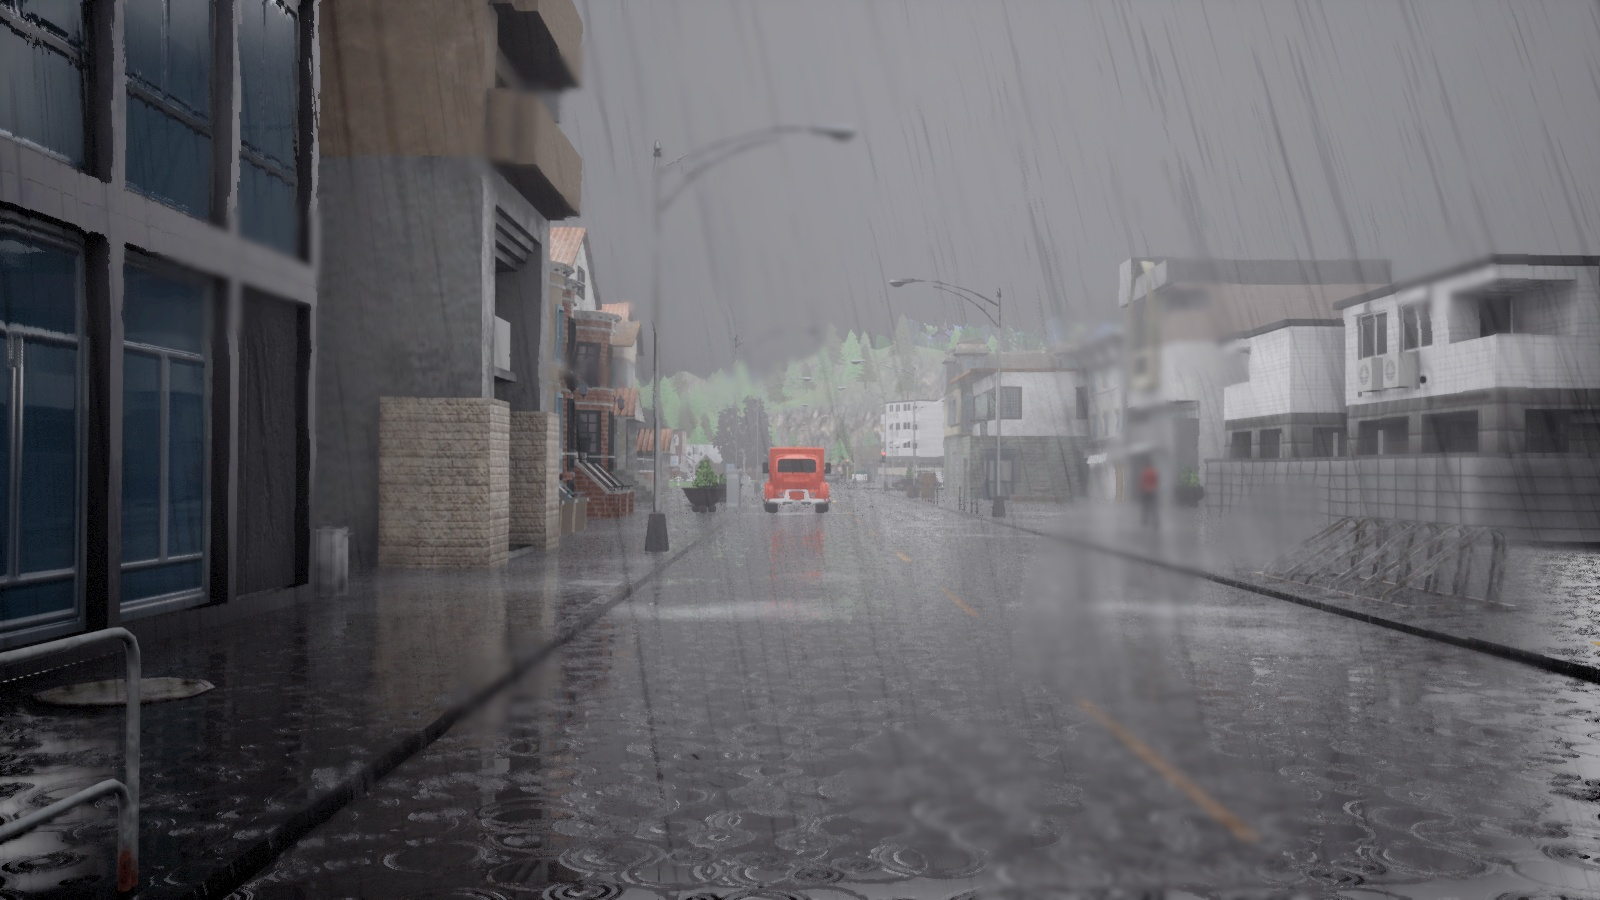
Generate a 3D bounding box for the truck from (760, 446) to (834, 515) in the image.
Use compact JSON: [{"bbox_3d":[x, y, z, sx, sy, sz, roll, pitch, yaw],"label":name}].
[{"bbox_3d":[-0.115,1.130,47.861,2.627,2.467,5.204,0,-1,0],"label":"truck"}]
